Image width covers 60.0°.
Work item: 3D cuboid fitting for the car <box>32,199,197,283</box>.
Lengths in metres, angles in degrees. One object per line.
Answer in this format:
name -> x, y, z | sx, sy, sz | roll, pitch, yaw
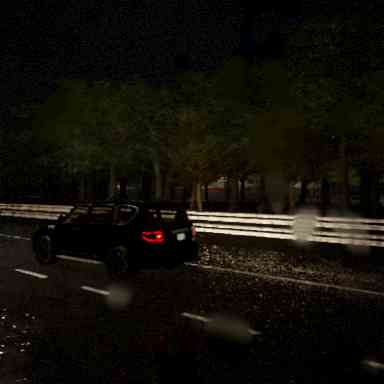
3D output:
car -> -2.455, 1.224, 9.924 | 5.566, 2.045, 2.150 | 0, 0, 36
